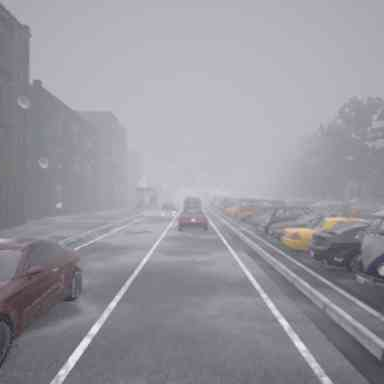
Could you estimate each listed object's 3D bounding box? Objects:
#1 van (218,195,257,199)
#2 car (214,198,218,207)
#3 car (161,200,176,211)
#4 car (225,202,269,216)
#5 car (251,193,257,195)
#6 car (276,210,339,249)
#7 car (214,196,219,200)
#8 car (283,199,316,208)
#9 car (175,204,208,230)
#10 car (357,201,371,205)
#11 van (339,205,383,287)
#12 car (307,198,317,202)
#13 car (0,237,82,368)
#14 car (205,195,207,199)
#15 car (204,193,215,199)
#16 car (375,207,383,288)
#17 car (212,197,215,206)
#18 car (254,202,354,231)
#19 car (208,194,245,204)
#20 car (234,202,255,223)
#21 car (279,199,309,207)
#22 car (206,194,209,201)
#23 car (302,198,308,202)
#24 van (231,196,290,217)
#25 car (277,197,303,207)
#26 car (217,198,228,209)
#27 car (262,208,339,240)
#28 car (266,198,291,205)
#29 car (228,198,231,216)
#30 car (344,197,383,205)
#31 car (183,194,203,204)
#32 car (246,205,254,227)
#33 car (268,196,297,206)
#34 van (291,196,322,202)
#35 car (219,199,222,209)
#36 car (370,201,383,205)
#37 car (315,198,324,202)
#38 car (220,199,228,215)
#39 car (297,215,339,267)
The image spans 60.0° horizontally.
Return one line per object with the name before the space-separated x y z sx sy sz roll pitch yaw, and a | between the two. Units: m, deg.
van | 6.329 1.733 46.431 4.442 1.987 1.878 0 0 0
car | 6.226 1.982 49.213 4.892 1.521 2.231 0 0 0
car | -3.406 1.936 48.987 1.882 1.535 5.008 0 -1 0
car | 6.194 1.931 38.079 4.674 1.452 2.002 0 0 0
car | 19.402 1.876 91.147 5.008 1.535 2.097 0 1 0
car | 6.312 1.658 13.030 5.366 1.575 1.946 0 -1 0
car | 6.196 1.878 52.122 4.553 1.767 2.185 0 0 0
car | 19.514 2.062 60.351 5.366 1.575 1.946 0 0 0
car | 0.078 1.805 23.313 1.994 1.385 4.181 0 -1 0
car | 19.259 1.881 32.503 4.674 1.452 2.002 0 0 0
van | 5.995 1.380 7.466 4.442 1.987 1.878 0 -1 0
car | 19.298 1.957 46.427 5.008 1.535 2.097 0 0 0
car | -3.368 1.590 5.817 1.812 1.442 4.674 0 -1 0
car | 6.335 2.063 82.635 4.792 1.488 2.163 0 1 0
car | 6.289 1.816 88.207 4.553 1.767 2.185 0 1 0
car | 6.077 1.326 4.683 5.566 2.045 2.435 0 -1 0
car | 6.419 2.021 54.779 5.366 1.575 1.946 0 0 0
car | 6.110 1.590 18.599 4.553 1.767 2.185 0 -1 0
car | 6.277 1.815 60.347 5.566 2.045 2.435 0 0 0
car | 6.133 1.823 26.946 4.792 1.488 2.163 0 -1 0
car | 19.331 2.087 63.260 5.008 1.535 2.097 0 0 0
car | 6.330 1.942 79.846 4.553 1.767 2.185 0 0 0
car | 19.302 2.019 49.212 4.674 1.452 2.002 0 0 0
van | 6.052 1.593 29.795 4.442 1.987 1.878 0 0 0
car | 19.374 1.978 66.046 4.553 1.767 2.185 0 0 0
car | 6.211 1.936 43.646 5.008 1.535 2.097 0 0 0
car | 6.140 1.689 15.813 4.892 1.521 2.231 0 -1 0
car | 19.370 2.104 74.416 5.008 1.535 2.097 0 0 0
car | 6.145 1.717 32.514 4.553 1.767 2.185 0 0 0
car | 19.232 1.740 35.289 4.553 1.767 2.185 0 -1 0
car | 0.048 1.617 40.872 2.150 2.045 5.566 0 0 0
car | 6.151 1.782 21.380 4.674 1.452 2.002 0 -1 0
car | 19.386 1.861 71.627 5.566 2.045 2.435 0 0 0
van | 19.197 1.796 54.784 4.442 1.987 1.878 0 0 0
car | 6.193 1.913 40.863 5.008 1.535 2.097 0 0 0
car | 19.244 1.817 29.718 5.008 1.535 2.097 0 -1 0
car | 19.292 1.936 43.642 4.892 1.521 2.231 0 0 0
car | 5.998 1.864 35.297 5.366 1.575 1.946 0 0 0
car | 6.113 1.634 10.247 4.892 1.521 2.231 0 -1 0
